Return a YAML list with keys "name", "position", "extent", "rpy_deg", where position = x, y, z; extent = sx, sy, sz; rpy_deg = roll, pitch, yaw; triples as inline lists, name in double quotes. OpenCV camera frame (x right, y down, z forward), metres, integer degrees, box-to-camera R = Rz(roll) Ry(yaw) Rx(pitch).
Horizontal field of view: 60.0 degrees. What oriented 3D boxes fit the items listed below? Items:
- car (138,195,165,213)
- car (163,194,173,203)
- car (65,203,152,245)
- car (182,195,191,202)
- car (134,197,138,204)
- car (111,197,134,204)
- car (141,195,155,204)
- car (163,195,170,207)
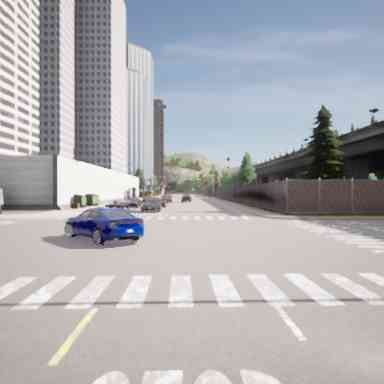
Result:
- name: "car"
  position: [-4.243, 1.387, 35.438]
  extent: [1.837, 1.490, 4.892]
  rpy_deg: [0, 0, -1]
- name: "car"
  position: [-4.678, 1.147, 61.604]
  extent: [2.097, 1.767, 4.553]
  rpy_deg: [0, 0, -1]
- name: "car"
  position: [-4.222, 1.457, 15.566]
  extent: [1.882, 1.535, 5.008]
  rpy_deg: [1, -1, -42]
- name: "car"
  position: [-1.136, 1.284, 66.534]
  extent: [1.837, 1.490, 4.892]
  rpy_deg: [0, 0, -1]
- name: "car"
  position: [-7.922, 1.398, 44.904]
  extent: [2.033, 1.411, 5.357]
  rpy_deg: [0, 0, -1]
- name: "car"
  position: [-7.742, 1.483, 35.363]
  extent: [1.895, 1.301, 4.718]
  rpy_deg: [0, 0, -1]
- name: "car"
  position: [-8.163, 1.342, 61.808]
  extent: [2.033, 1.411, 5.357]
  rpy_deg: [0, 0, -1]
- name: "car"
  position: [-4.418, 1.452, 44.699]
  extent: [1.895, 1.301, 4.718]
  rpy_deg: [0, 0, -1]
